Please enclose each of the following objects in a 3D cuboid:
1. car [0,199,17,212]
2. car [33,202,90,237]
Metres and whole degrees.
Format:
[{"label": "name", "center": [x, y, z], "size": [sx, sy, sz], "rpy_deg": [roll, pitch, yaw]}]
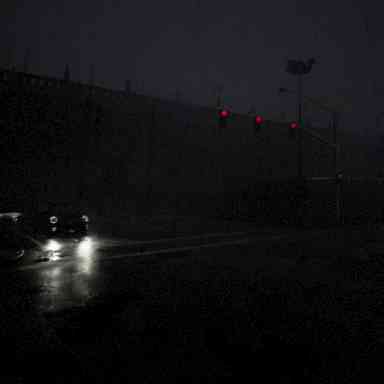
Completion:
[{"label": "car", "center": [-21.551, 1.503, 38.344], "size": [1.882, 1.535, 5.008], "rpy_deg": [0, 0, -36]}, {"label": "car", "center": [-7.293, 1.377, 18.446], "size": [2.097, 1.767, 4.553], "rpy_deg": [0, 0, -36]}]
